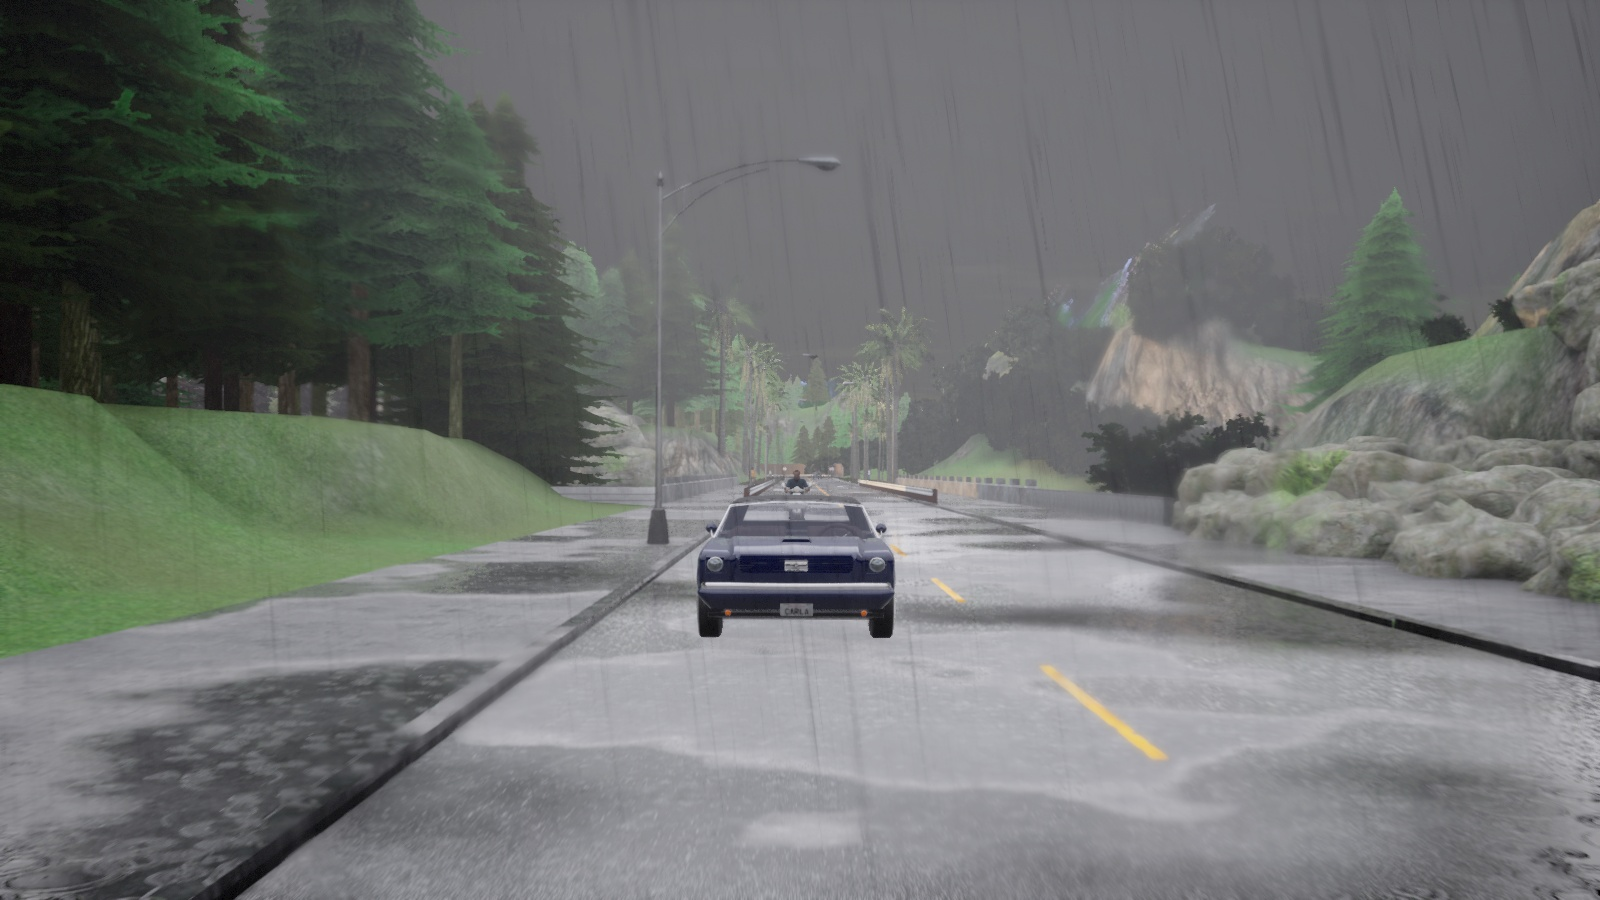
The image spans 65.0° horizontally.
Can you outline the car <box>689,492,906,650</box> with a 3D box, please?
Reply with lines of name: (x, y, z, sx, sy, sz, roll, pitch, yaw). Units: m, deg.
car: (-0.031, 1.139, 13.359, 1.895, 1.301, 4.718, 0, -1, 0)
